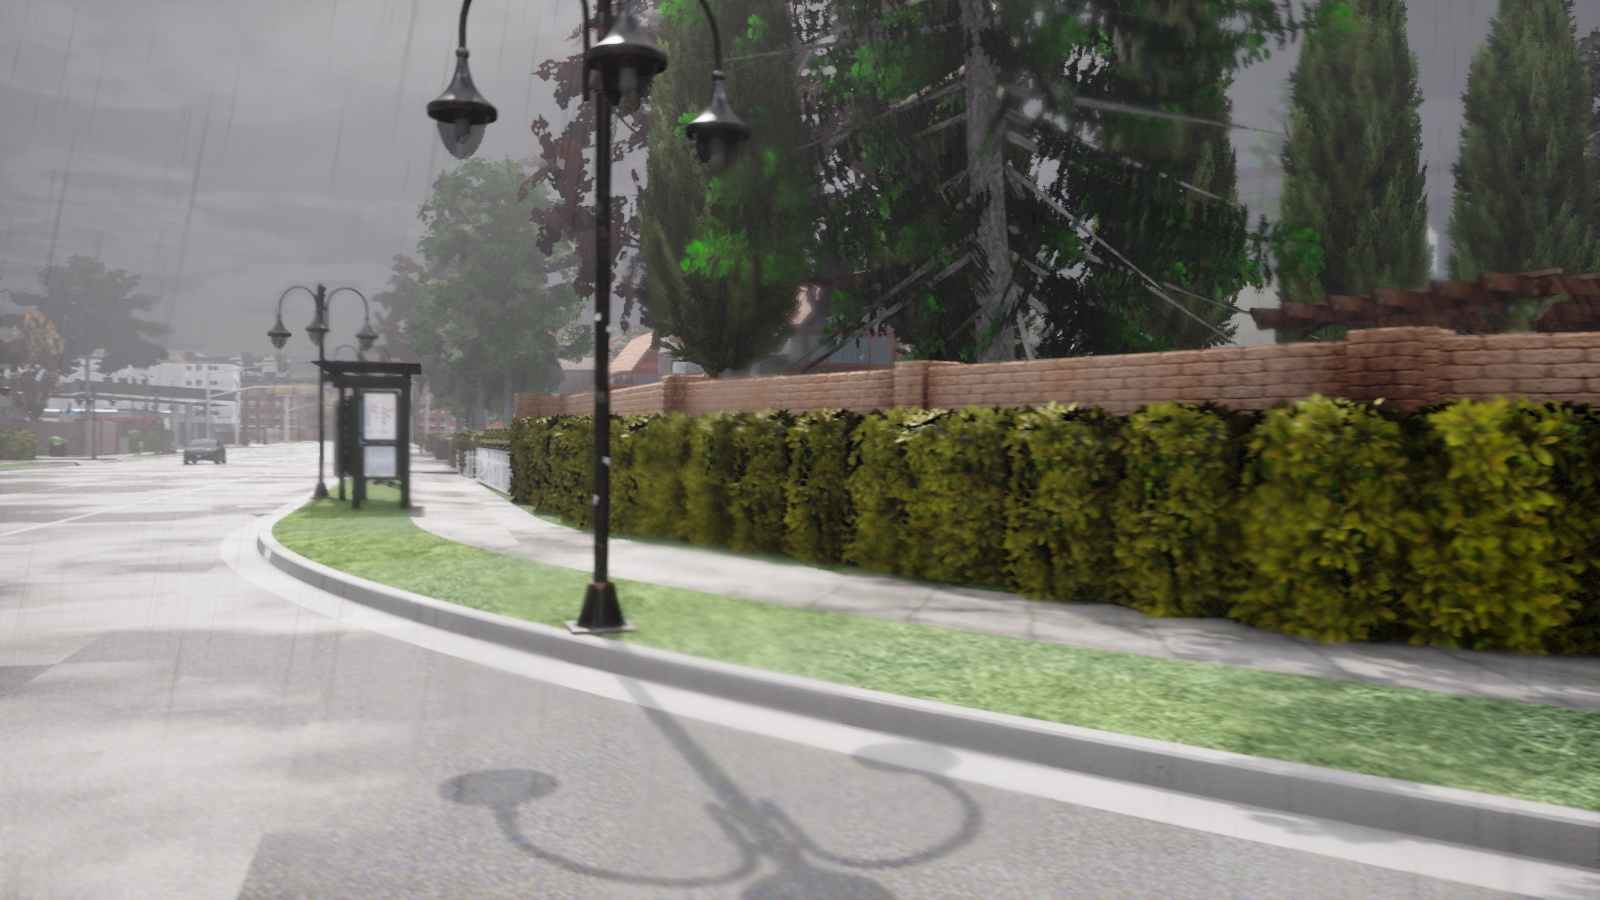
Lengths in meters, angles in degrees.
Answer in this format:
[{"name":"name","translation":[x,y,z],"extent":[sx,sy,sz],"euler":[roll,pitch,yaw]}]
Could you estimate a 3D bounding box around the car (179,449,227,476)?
[{"name":"car","translation":[-34.930,0.729,73.586],"extent":[1.837,1.490,4.892],"euler":[-1,1,-17]}]
